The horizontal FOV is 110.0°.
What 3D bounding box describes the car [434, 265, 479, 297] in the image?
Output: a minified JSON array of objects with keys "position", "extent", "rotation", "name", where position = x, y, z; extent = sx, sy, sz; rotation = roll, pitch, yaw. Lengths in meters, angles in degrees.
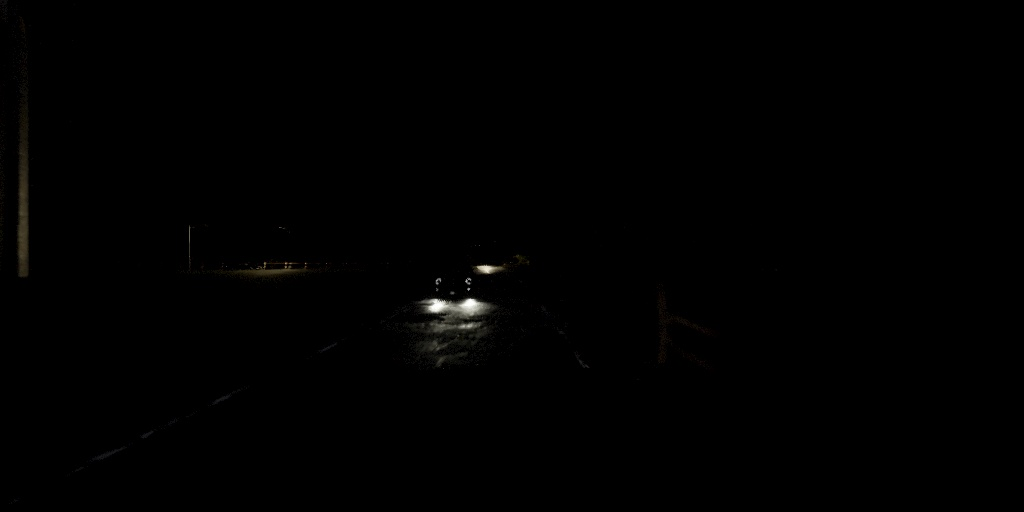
[{"position":[-3.046,1.311,20.347],"extent":[2.097,1.767,4.553],"rotation":[0,-1,-1],"name":"car"}]
